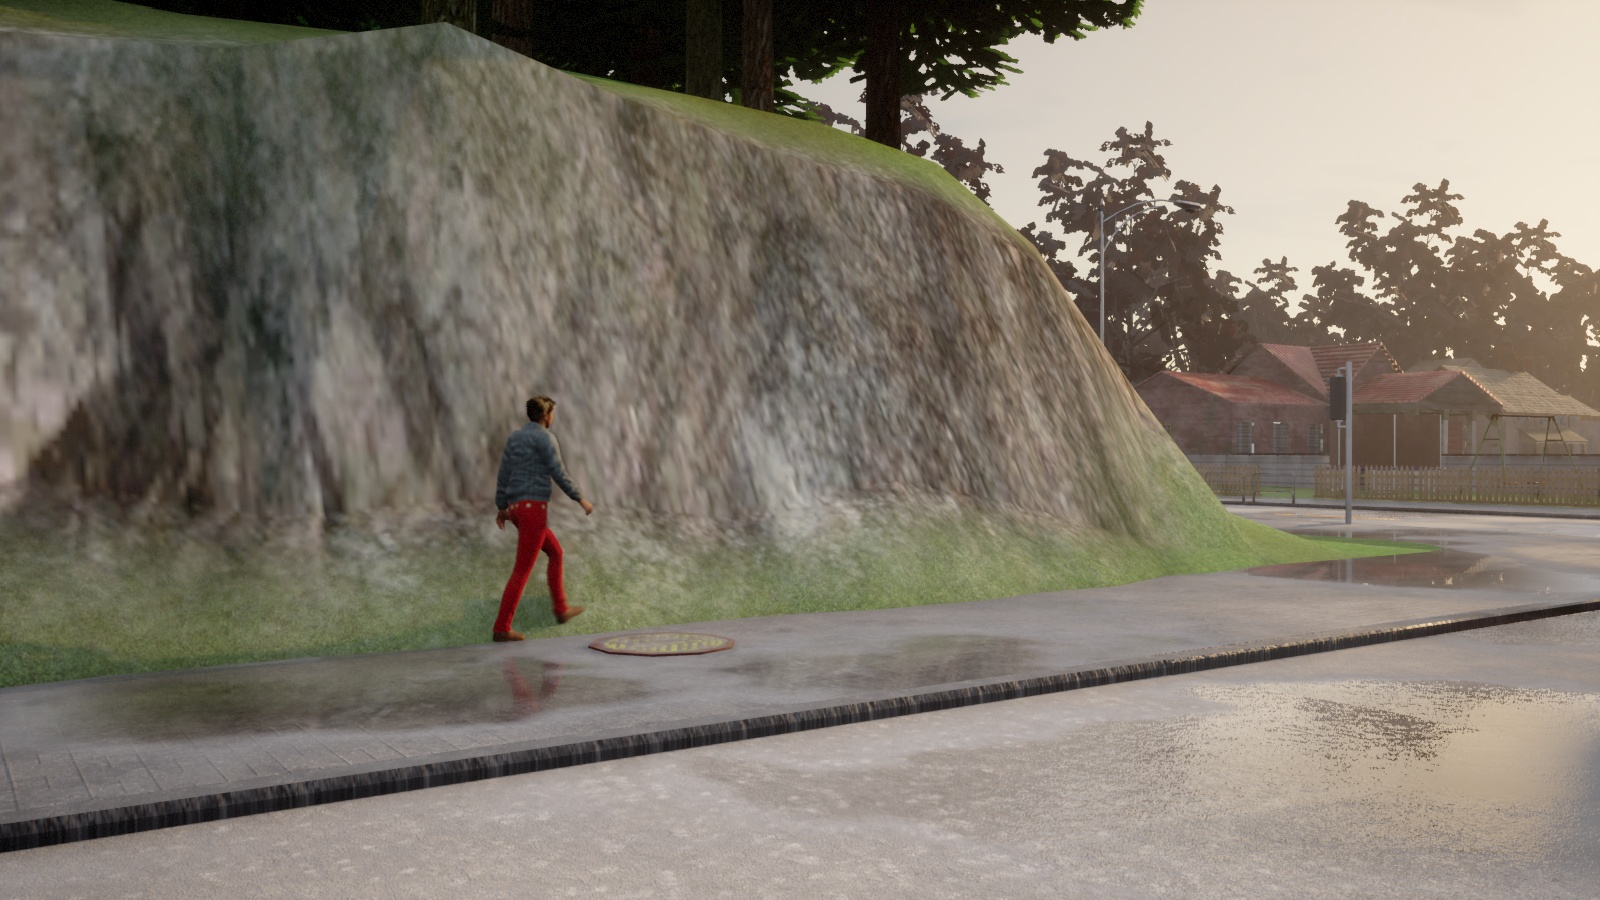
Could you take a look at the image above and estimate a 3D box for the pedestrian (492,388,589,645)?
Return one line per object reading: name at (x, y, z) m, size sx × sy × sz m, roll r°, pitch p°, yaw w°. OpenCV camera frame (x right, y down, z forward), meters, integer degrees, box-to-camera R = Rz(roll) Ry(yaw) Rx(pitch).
pedestrian at (-1.933, 0.482, 9.365) m, size 0.614 × 1.847 × 0.353 m, roll 0°, pitch 0°, yaw -44°
